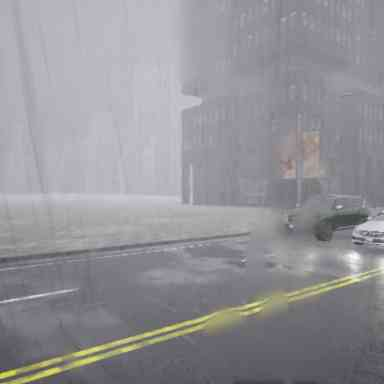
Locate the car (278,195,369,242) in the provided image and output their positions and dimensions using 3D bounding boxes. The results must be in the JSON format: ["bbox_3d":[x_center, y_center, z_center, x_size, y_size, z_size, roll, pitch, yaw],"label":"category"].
[{"bbox_3d":[6.699,1.166,16.440,5.566,2.045,2.150,0,0,-36],"label":"car"}]

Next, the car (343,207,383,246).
[{"bbox_3d":[8.508,1.470,13.740,4.674,1.442,1.812,0,0,-35],"label":"car"}]
